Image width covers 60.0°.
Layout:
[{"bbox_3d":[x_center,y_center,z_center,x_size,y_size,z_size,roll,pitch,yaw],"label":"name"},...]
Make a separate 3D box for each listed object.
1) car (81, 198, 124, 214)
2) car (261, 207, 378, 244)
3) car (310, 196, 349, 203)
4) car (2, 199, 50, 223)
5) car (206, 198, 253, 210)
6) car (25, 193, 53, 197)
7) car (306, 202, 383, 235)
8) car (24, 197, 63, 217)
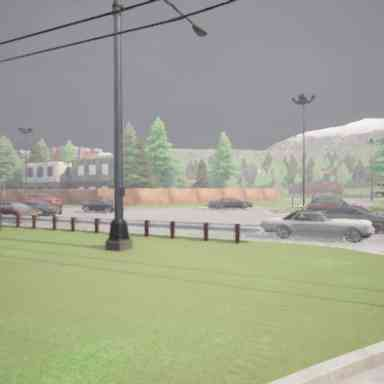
[{"bbox_3d":[-9.301,1.422,34.710,4.892,1.490,1.837,0,0,27],"label":"car"},{"bbox_3d":[5.730,1.506,15.331,4.718,1.301,1.895,0,0,27],"label":"car"},{"bbox_3d":[10.718,1.191,24.572,4.553,1.767,2.097,0,0,27],"label":"car"},{"bbox_3d":[-13.208,1.505,24.919,4.674,1.442,1.812,0,0,27],"label":"car"},{"bbox_3d":[4.388,1.366,39.313,5.357,1.411,2.033,0,0,-8],"label":"car"},{"bbox_3d":[-19.735,1.161,43.997,5.566,2.045,2.150,0,1,25],"label":"car"},{"bbox_3d":[8.463,1.444,17.869,4.181,1.385,1.994,0,0,27],"label":"car"},{"bbox_3d":[-13.464,1.470,28.971,4.892,1.490,1.837,0,0,27],"label":"car"}]
